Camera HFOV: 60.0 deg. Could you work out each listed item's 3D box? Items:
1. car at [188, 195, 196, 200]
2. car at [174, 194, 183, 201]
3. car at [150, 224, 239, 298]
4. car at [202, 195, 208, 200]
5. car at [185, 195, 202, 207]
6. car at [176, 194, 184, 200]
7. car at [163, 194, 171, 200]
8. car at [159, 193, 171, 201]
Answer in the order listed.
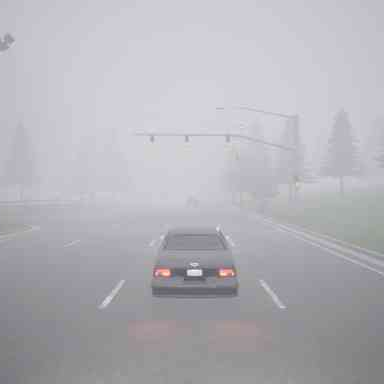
[{"bbox_3d":[0.046,1.540,94.209,2.033,1.411,5.357,0,0,0],"label":"car"},{"bbox_3d":[-3.459,1.516,83.794,1.812,1.442,4.674,0,0,0],"label":"car"},{"bbox_3d":[0.070,1.547,8.694,2.033,1.411,5.357,0,0,0],"label":"car"},{"bbox_3d":[3.546,1.500,94.208,1.837,1.490,4.892,0,0,0],"label":"car"},{"bbox_3d":[0.023,1.352,52.733,2.097,1.767,4.553,0,0,0],"label":"car"},{"bbox_3d":[-3.454,1.357,93.798,2.128,1.511,4.902,0,0,0],"label":"car"},{"bbox_3d":[-6.954,1.385,93.799,1.994,1.385,4.181,0,0,0],"label":"car"},{"bbox_3d":[-6.959,1.217,83.409,2.150,2.045,5.566,0,0,0],"label":"car"}]
